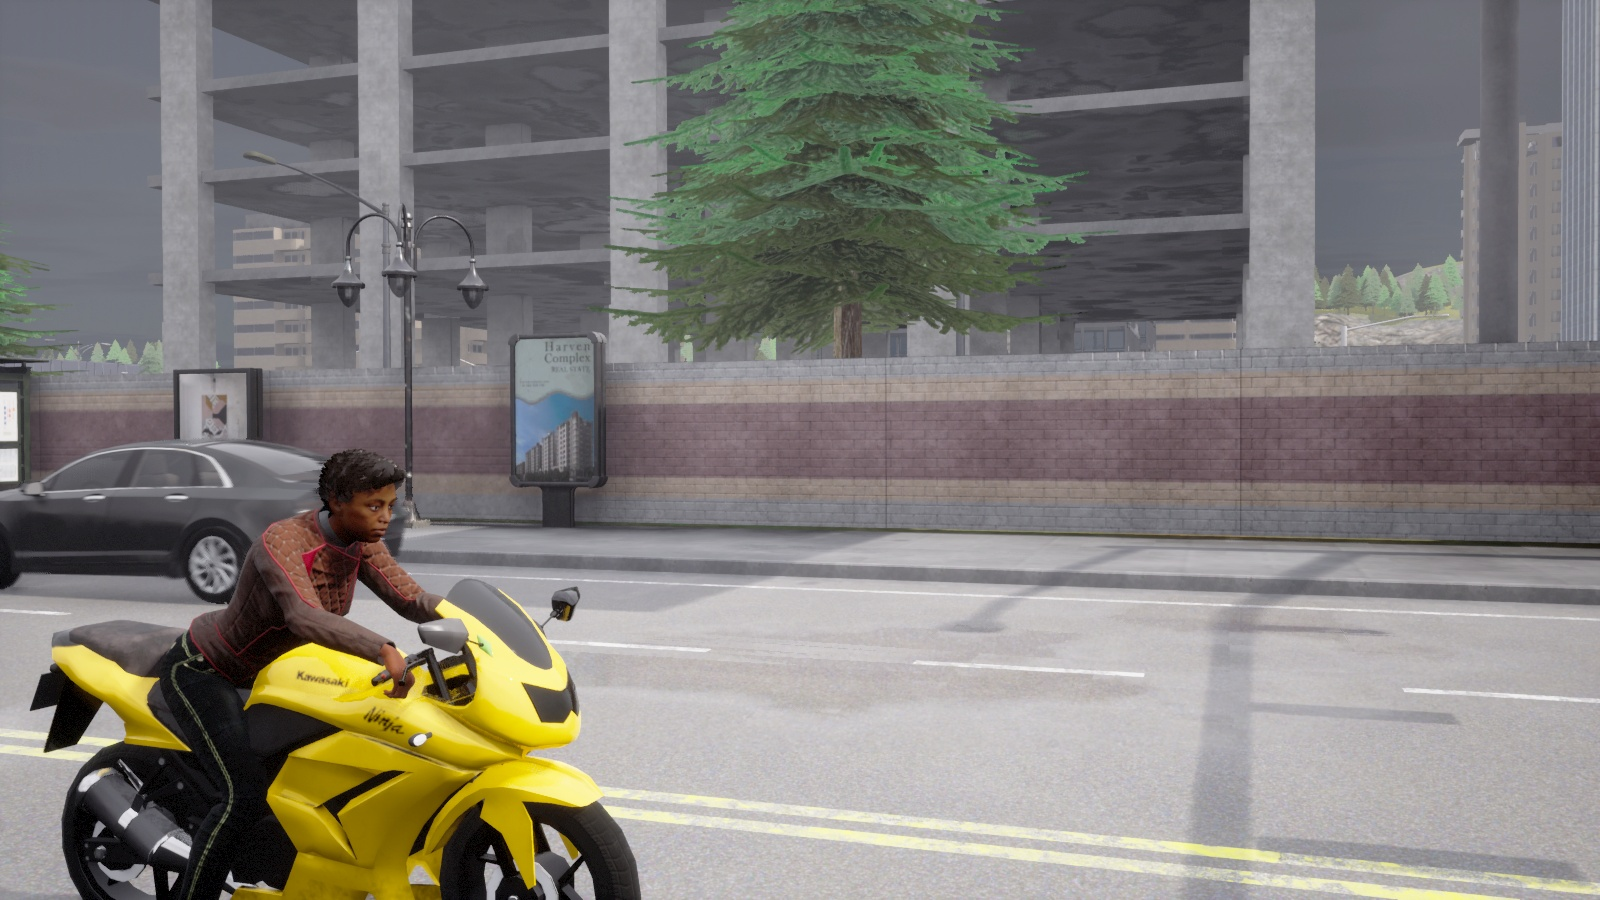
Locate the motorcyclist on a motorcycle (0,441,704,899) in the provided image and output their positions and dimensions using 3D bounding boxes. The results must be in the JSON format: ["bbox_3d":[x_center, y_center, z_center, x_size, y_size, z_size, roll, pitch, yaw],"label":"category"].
[{"bbox_3d":[-1.380,0.745,3.657,2.044,1.523,0.797,1,1,19],"label":"motorcyclist on a motorcycle"}]

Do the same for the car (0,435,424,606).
[{"bbox_3d":[-6.452,0.603,12.745,4.892,1.490,1.837,1,1,19],"label":"car"}]
